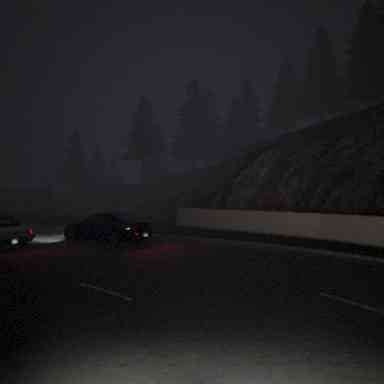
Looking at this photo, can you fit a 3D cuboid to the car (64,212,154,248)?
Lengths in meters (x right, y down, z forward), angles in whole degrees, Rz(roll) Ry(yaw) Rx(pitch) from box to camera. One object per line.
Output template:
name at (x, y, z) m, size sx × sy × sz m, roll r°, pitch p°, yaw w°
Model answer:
car at (-3.875, 1.631, 15.331) m, size 4.674 × 1.442 × 1.812 m, roll 0°, pitch -1°, yaw 34°

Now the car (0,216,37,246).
car at (-9.054, 1.719, 14.608) m, size 4.718 × 1.301 × 1.895 m, roll 0°, pitch 0°, yaw 31°
